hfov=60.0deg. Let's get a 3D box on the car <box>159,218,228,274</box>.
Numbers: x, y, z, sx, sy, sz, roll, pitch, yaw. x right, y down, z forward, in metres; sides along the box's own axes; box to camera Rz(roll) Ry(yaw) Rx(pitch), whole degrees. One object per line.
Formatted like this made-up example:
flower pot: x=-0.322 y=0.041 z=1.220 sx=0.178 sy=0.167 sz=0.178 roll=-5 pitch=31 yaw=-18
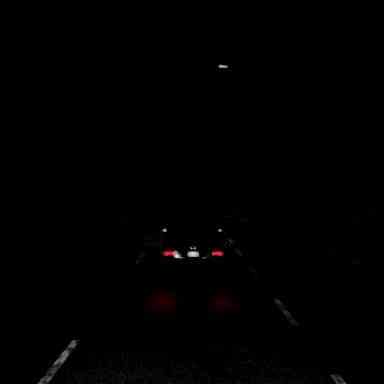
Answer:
car: x=0.018 y=1.544 z=10.491 sx=2.033 sy=1.411 sz=5.357 roll=0 pitch=0 yaw=0
